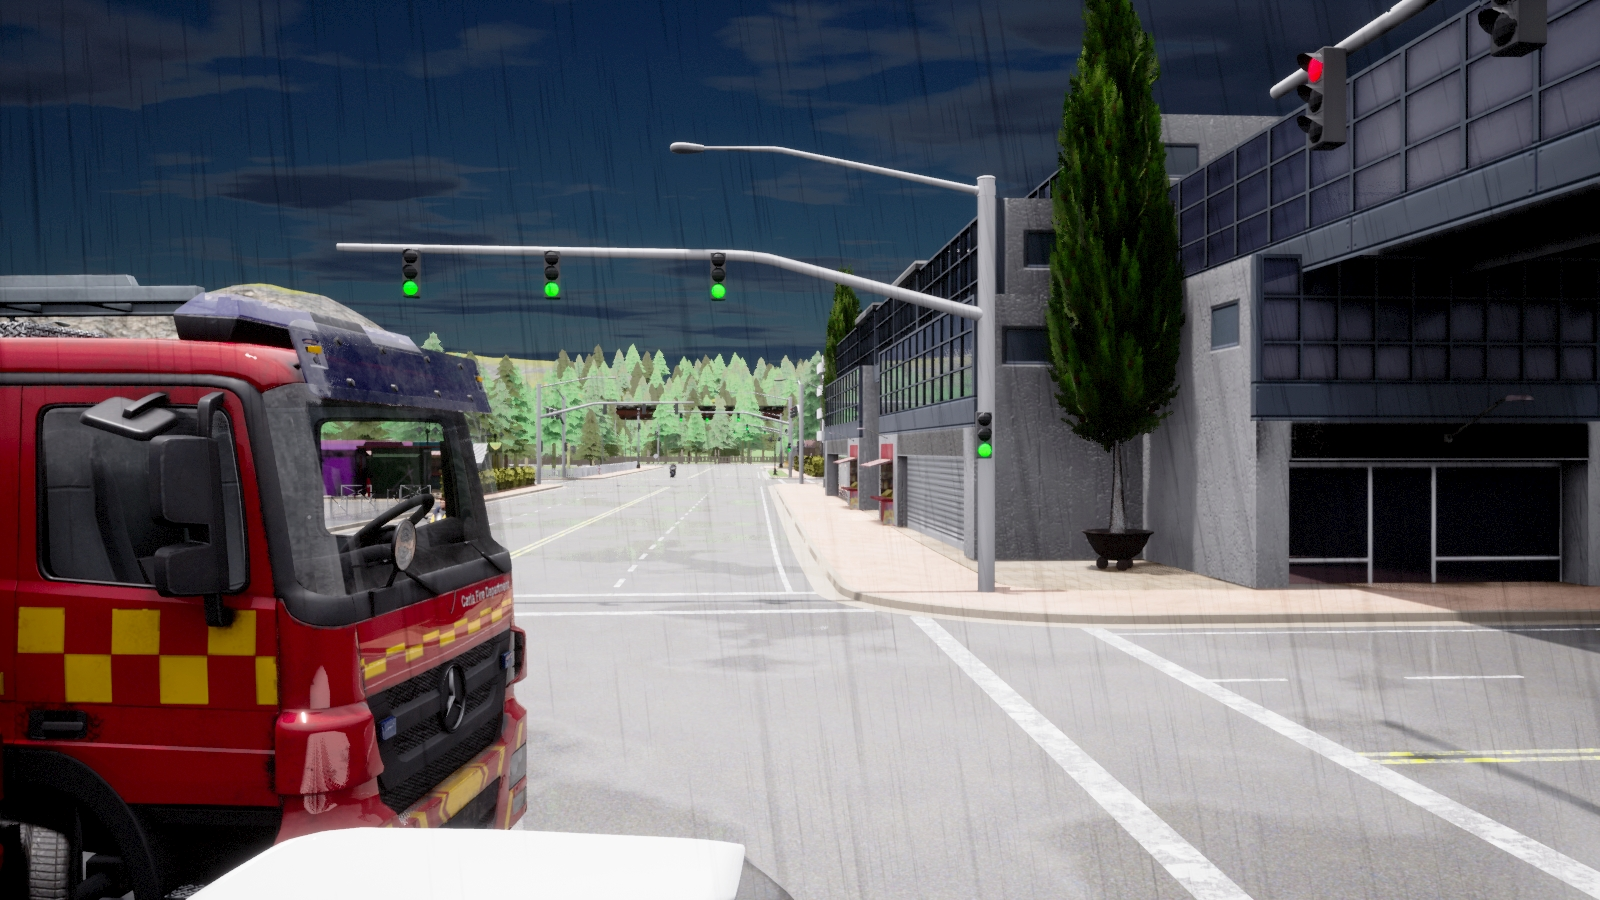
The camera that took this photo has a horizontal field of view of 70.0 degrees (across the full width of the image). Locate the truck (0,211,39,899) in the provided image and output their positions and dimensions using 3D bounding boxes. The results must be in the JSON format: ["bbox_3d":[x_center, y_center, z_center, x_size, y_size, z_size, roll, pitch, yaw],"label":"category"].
[{"bbox_3d":[-7.587,0.890,3.490,8.468,3.827,2.891,0,0,-3],"label":"truck"}]

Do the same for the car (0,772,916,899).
[{"bbox_3d":[-1.549,2.065,3.579,3.806,1.475,1.970,0,0,5],"label":"car"}]

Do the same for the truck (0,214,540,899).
[{"bbox_3d":[-6.102,0.890,6.659,8.468,3.827,2.891,0,0,4],"label":"truck"}]
